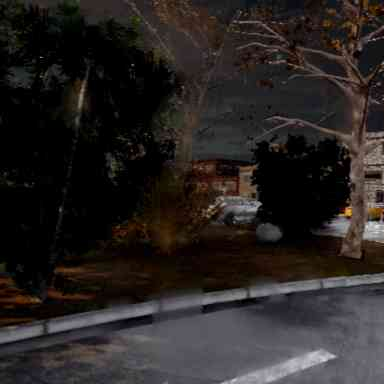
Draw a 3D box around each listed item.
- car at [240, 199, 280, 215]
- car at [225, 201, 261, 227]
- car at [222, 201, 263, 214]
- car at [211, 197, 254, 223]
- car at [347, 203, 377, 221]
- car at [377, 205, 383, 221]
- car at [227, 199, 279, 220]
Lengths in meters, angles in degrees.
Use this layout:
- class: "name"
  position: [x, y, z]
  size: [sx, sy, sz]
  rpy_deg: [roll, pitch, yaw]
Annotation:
- class: "car"
  position: [8.022, 1.705, 39.231]
  size: [4.553, 1.767, 2.185]
  rpy_deg: [1, -1, -39]
- class: "car"
  position: [5.044, 1.615, 23.465]
  size: [4.892, 1.521, 2.231]
  rpy_deg: [1, -1, -39]
- class: "car"
  position: [6.359, 1.886, 41.635]
  size: [5.366, 1.575, 1.946]
  rpy_deg: [1, -1, -39]
- class: "car"
  position: [3.298, 1.385, 25.647]
  size: [5.566, 2.045, 2.435]
  rpy_deg: [1, -1, -39]
- class: "car"
  position: [15.686, 1.689, 29.808]
  size: [5.008, 1.535, 2.097]
  rpy_deg: [1, -1, -39]
- class: "car"
  position: [17.583, 1.544, 27.439]
  size: [4.553, 1.767, 2.185]
  rpy_deg: [1, -1, -39]
- class: "car"
  position: [5.559, 1.576, 30.809]
  size: [2.097, 1.767, 4.553]
  rpy_deg: [1, -1, -39]
